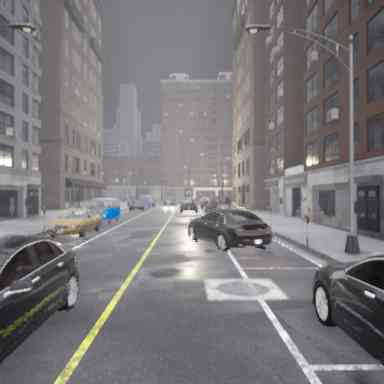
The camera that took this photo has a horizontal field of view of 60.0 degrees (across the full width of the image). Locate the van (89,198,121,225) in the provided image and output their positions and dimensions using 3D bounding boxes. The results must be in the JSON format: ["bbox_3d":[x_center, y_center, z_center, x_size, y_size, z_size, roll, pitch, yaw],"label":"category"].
[{"bbox_3d":[-6.129,1.308,23.306,1.690,1.788,3.998,1,0,-1],"label":"van"}]

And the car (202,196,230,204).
[{"bbox_3d":[2.328,1.281,28.888,2.192,1.841,5.009,1,0,-1],"label":"car"}]

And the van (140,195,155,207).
[{"bbox_3d":[-6.397,1.315,45.233,1.690,1.788,3.998,1,0,-1],"label":"van"}]

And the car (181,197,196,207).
[{"bbox_3d":[-0.532,1.523,50.493,2.033,1.411,5.357,0,0,-1],"label":"car"}]

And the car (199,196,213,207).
[{"bbox_3d":[2.060,1.416,50.818,1.967,1.590,4.097,1,0,-1],"label":"car"}]

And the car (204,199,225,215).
[{"bbox_3d":[2.257,1.492,34.541,1.752,1.417,4.829,1,0,-1],"label":"car"}]

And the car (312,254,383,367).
[{"bbox_3d":[3.096,1.494,4.131,1.837,1.490,4.892,0,0,-1],"label":"car"}]

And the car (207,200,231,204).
[{"bbox_3d":[2.392,1.517,23.407,2.008,1.369,4.403,1,0,-1],"label":"car"}]

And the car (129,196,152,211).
[{"bbox_3d":[-6.332,1.536,39.751,1.947,1.339,4.313,1,0,-1],"label":"car"}]

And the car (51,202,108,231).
[{"bbox_3d":[-6.062,1.496,17.653,1.752,1.417,4.829,1,0,-1],"label":"car"}]

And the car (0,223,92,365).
[{"bbox_3d":[-3.160,1.494,4.921,1.837,1.490,4.892,0,0,-1],"label":"car"}]

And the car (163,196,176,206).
[{"bbox_3d":[-3.667,1.471,54.067,2.128,1.511,4.902,0,0,0],"label":"car"}]

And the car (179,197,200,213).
[{"bbox_3d":[-0.348,1.493,36.749,1.812,1.442,4.674,0,0,-1],"label":"car"}]

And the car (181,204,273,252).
[{"bbox_3d":[1.405,1.481,14.005,1.837,1.490,4.892,-1,1,-23],"label":"car"}]

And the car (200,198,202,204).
[{"bbox_3d":[2.127,1.413,45.335,1.967,1.590,4.097,1,0,-1],"label":"car"}]
